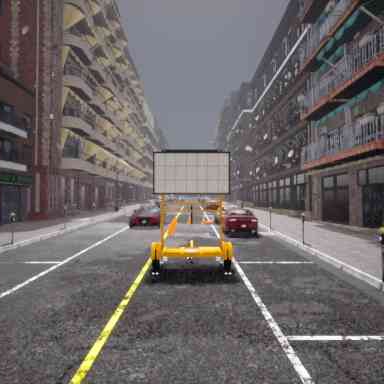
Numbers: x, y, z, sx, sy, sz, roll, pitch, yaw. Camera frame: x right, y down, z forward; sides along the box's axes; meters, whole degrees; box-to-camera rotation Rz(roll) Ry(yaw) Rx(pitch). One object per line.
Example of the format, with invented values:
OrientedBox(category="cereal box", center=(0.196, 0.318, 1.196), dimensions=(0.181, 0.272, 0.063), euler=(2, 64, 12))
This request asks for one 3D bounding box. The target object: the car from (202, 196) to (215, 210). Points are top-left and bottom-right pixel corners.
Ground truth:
OrientedBox(category="car", center=(2.582, 1.614, 40.940), dimensions=(1.887, 1.381, 4.507), euler=(1, 0, 0))

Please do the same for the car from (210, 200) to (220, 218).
OrientedBox(category="car", center=(2.584, 1.555, 24.520), dimensions=(1.752, 1.417, 4.829), euler=(1, 0, 0))

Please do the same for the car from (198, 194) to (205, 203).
OrientedBox(category="car", center=(2.582, 1.684, 63.064), dimensions=(1.887, 1.381, 4.507), euler=(1, 0, 0))

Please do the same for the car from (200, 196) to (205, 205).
OrientedBox(category="car", center=(2.582, 1.635, 46.472), dimensions=(2.008, 1.369, 4.403), euler=(1, 0, 0))

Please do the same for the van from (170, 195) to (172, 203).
OrientedBox(category="van", center=(-5.294, 1.481, 63.126), dimensions=(1.690, 1.788, 3.998), euler=(1, 0, 0))

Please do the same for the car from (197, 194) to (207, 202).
OrientedBox(category="car", center=(2.551, 1.551, 85.188), dimensions=(2.192, 1.841, 5.009), euler=(1, 0, 0))

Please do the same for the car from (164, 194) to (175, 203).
OrientedBox(category="car", center=(-5.294, 1.526, 79.716), dimensions=(2.192, 1.841, 5.009), euler=(1, 0, 0))

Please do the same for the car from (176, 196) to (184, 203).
OrientedBox(category="car", center=(-2.753, 1.695, 78.319), dimensions=(2.128, 1.511, 4.902), euler=(0, 0, 0))

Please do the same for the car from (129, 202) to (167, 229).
OrientedBox(category="car", center=(-2.852, 1.589, 21.815), dimensions=(1.994, 1.385, 4.181), euler=(0, 0, 0))

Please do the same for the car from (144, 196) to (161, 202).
OrientedBox(category="car", center=(-5.297, 1.594, 40.833), dimensions=(1.752, 1.417, 4.829), euler=(2, 0, 0))

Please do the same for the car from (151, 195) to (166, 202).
OrientedBox(category="car", center=(-5.292, 1.399, 46.535), dimensions=(2.192, 1.841, 5.009), euler=(2, 0, 0))

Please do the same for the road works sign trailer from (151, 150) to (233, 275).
OrientedBox(category="road works sign trailer", center=(-0.010, 0.473, 10.490), dimensions=(2.380, 3.560, 2.880), euler=(0, 0, 0))

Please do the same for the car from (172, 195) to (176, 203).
OrientedBox(category="car", center=(-5.294, 1.501, 74.187), dimensions=(2.192, 1.841, 5.009), euler=(1, 0, 0))

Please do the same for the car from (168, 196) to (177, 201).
OrientedBox(category="car", center=(-5.301, 1.830, 90.778), dimensions=(1.947, 1.339, 4.313), euler=(1, 0, 0))

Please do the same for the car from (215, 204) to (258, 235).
OrientedBox(category="car", center=(2.584, 1.565, 18.818), dimensions=(1.887, 1.381, 4.507), euler=(1, 0, 0))

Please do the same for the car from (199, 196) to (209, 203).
OrientedBox(category="car", center=(2.591, 1.626, 74.126), dimensions=(1.967, 1.590, 4.097), euler=(1, 0, 0))

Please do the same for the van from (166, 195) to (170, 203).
OrientedBox(category="van", center=(-5.293, 1.460, 57.594), dimensions=(1.690, 1.788, 3.998), euler=(2, 0, 0))
